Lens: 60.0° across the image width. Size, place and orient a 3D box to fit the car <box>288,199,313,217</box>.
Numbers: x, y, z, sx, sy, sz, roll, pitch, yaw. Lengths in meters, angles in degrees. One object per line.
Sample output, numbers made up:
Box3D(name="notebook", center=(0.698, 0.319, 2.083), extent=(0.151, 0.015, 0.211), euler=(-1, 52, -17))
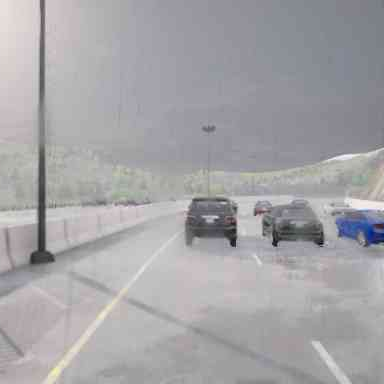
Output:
Box3D(name="car", center=(10.717, 1.516, 33.132), extent=(1.837, 1.490, 4.892), euler=(0, 0, 12))

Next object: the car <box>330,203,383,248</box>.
Box3D(name="car", center=(7.922, 1.489, 14.771), extent=(1.882, 1.535, 5.008), euler=(0, 0, 5))

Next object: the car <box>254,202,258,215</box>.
Box3D(name="car", center=(7.160, 1.567, 33.171), extent=(1.994, 1.385, 4.181), euler=(0, 0, 11))

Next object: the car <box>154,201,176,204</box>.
Box3D(name="car", center=(-3.705, 1.502, 48.578), extent=(1.812, 1.442, 4.674), euler=(0, 0, 16))

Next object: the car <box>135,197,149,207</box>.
Box3D(name="car", center=(-6.993, 1.462, 49.768), extent=(2.128, 1.511, 4.902), euler=(0, 0, 16))

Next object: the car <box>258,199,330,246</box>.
Box3D(name="car", center=(4.489, 1.356, 15.403), extent=(2.097, 1.767, 4.553), euler=(0, 0, 5))

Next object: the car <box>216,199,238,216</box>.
Box3D(name="car", center=(3.596, 1.522, 33.242), extent=(1.812, 1.442, 4.674), euler=(0, 0, 11))

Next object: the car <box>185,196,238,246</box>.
Box3D(name="car", center=(0.949, 1.218, 15.525), extent=(2.150, 2.045, 5.566), euler=(0, 0, 5))
